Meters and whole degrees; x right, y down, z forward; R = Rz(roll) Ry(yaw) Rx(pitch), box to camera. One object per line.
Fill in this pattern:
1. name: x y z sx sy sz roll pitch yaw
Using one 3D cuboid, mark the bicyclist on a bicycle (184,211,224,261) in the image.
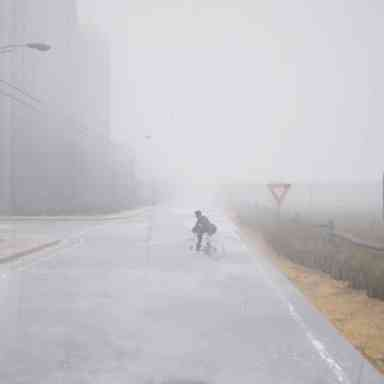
1. bicyclist on a bicycle: 0.356 1.450 11.133 1.656 1.620 0.582 -2 -1 36
